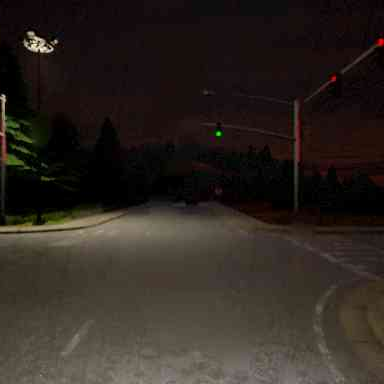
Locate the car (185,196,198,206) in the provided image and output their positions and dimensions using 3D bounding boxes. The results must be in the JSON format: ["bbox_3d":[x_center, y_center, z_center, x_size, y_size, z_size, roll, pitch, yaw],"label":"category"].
[{"bbox_3d":[-0.002,1.406,52.200,1.882,1.535,5.008,0,0,0],"label":"car"}]

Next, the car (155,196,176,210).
[{"bbox_3d":[-3.599,1.488,43.219,2.033,1.411,5.357,0,0,0],"label":"car"}]

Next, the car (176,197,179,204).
[{"bbox_3d":[-3.502,1.507,62.200,1.994,1.385,4.181,0,0,0],"label":"car"}]
